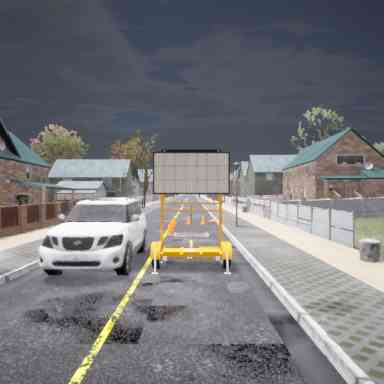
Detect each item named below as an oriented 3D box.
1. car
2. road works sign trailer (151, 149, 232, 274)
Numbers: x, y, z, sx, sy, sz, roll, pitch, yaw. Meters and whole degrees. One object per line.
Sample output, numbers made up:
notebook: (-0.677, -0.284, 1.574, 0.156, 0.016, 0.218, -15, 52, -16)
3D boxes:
car: (-2.772, 1.224, 10.696, 2.150, 2.045, 5.566, 0, 0, 0)
road works sign trailer: (-0.022, 0.467, 10.519, 2.380, 3.560, 2.880, 0, 0, 0)
